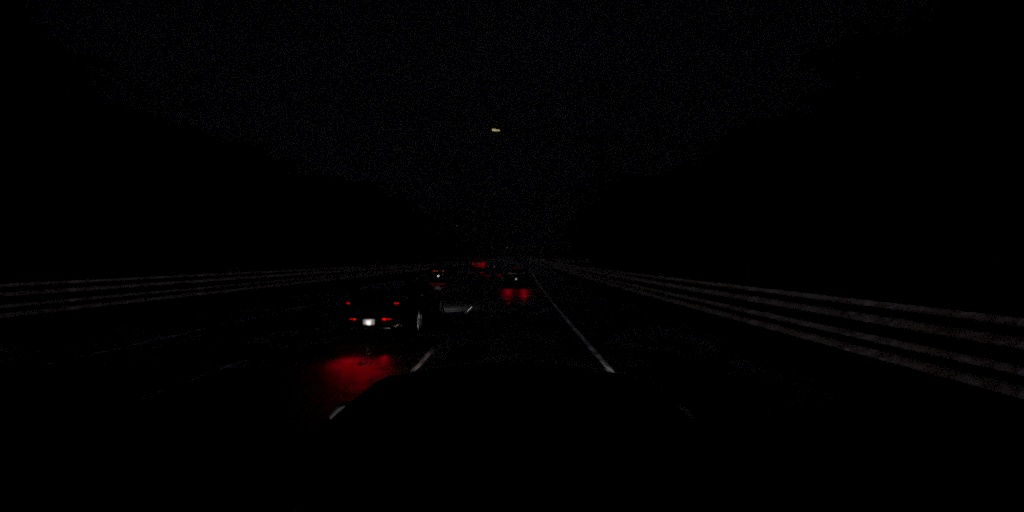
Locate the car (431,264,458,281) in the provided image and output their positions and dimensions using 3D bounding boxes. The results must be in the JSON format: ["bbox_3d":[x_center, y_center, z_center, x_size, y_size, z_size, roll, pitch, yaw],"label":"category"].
[{"bbox_3d":[-6.396,1.517,33.918,1.837,1.490,4.892,0,-1,2],"label":"car"}]

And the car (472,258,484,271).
[{"bbox_3d":[-5.250,1.418,59.839,2.150,2.045,5.566,0,0,4],"label":"car"}]

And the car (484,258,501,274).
[{"bbox_3d":[-2.235,1.482,49.609,2.097,1.767,4.553,0,0,3],"label":"car"}]

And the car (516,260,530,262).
[{"bbox_3d":[1.006,1.589,46.165,1.882,1.535,5.008,0,0,3],"label":"car"}]

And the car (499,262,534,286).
[{"bbox_3d":[0.361,1.467,28.131,2.128,1.511,4.902,0,0,2],"label":"car"}]

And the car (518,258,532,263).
[{"bbox_3d":[1.849,1.445,62.123,2.150,2.045,5.566,0,0,3],"label":"car"}]

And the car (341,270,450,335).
[{"bbox_3d":[-3.354,1.333,10.875,1.837,1.490,4.892,0,-1,1],"label":"car"}]
